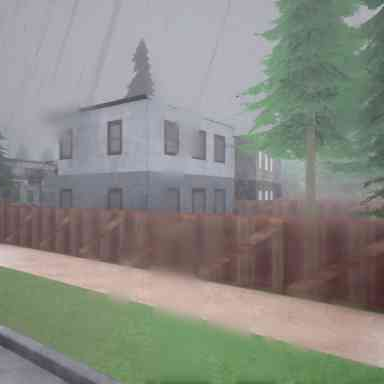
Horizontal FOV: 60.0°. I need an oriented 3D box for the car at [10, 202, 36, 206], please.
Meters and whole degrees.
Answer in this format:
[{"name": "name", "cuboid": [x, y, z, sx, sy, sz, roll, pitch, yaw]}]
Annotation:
[{"name": "car", "cuboid": [-15.351, 1.582, 29.329, 1.895, 1.301, 4.718, 0, 0, 28]}]
